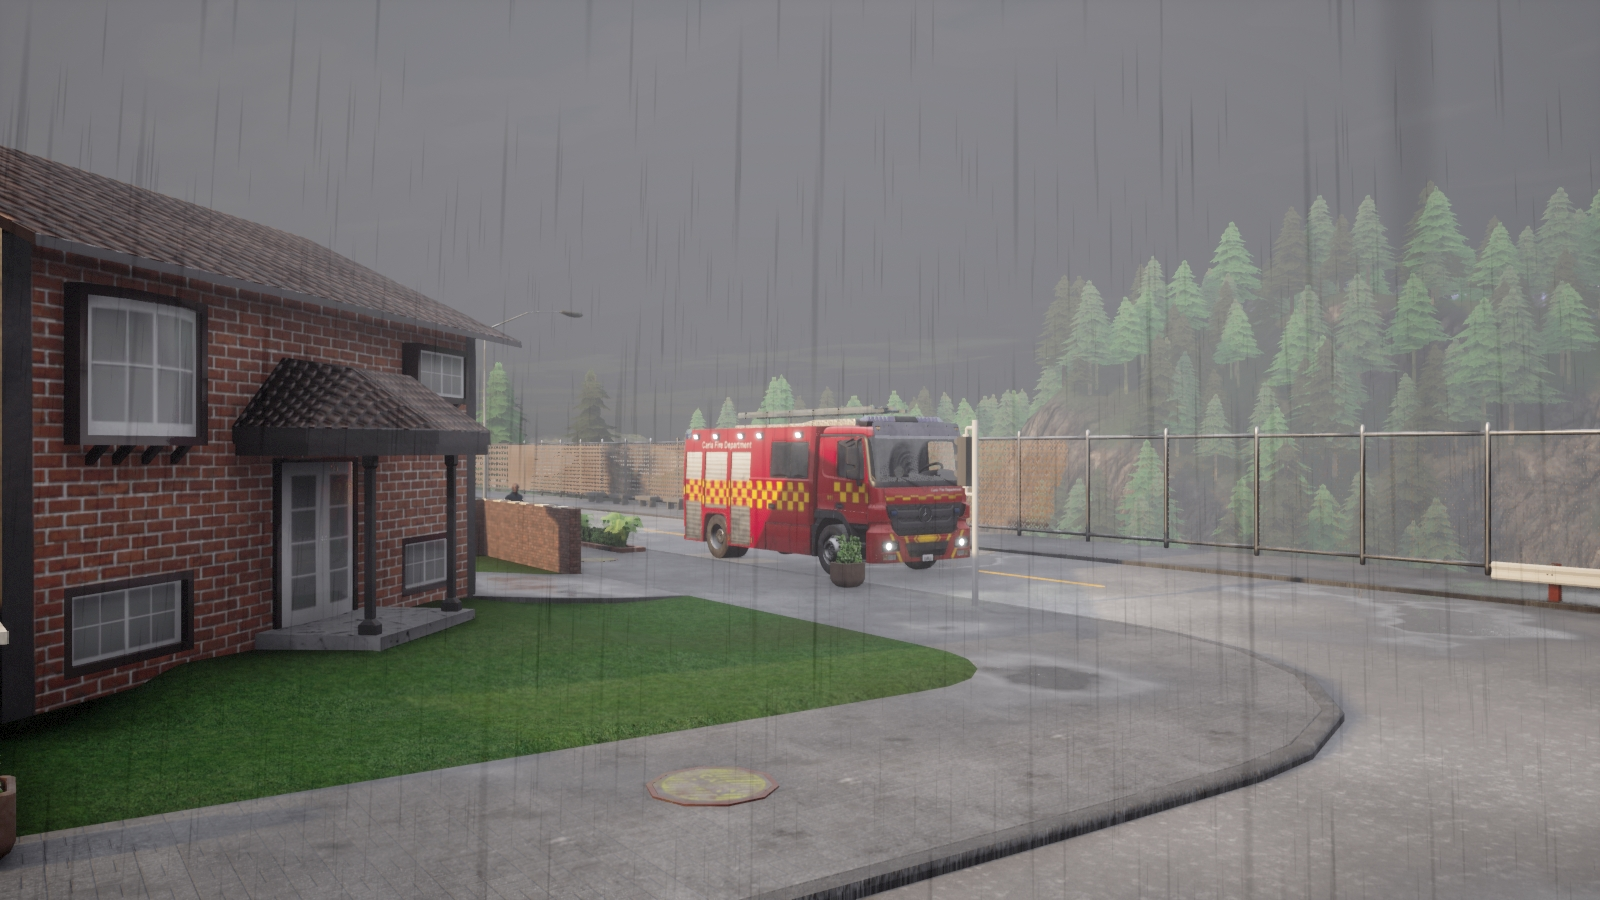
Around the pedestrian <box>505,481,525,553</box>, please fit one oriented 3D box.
[{"bbox_3d":[-7.483,1.745,30.011,0.375,1.860,0.375,0,0,-38],"label":"pedestrian"}]

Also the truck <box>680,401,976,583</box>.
[{"bbox_3d":[0.353,0.890,28.322,2.891,3.827,8.468,0,0,-35],"label":"truck"}]
